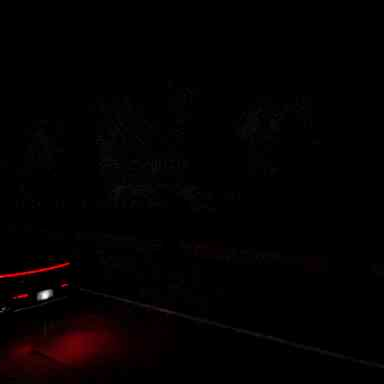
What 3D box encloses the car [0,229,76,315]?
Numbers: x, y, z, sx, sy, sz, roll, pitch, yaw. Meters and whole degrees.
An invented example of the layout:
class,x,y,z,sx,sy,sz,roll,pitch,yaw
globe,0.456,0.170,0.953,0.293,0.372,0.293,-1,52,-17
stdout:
class,x,y,z,sx,sy,sz,roll,pitch,yaw
car,-4.547,1.570,7.236,4.892,1.490,1.837,-1,0,35
